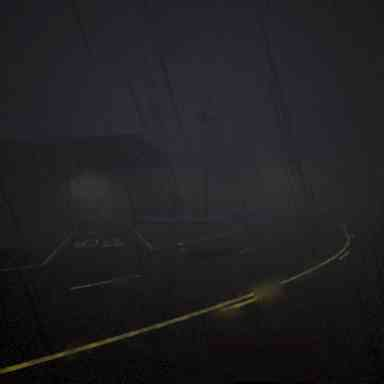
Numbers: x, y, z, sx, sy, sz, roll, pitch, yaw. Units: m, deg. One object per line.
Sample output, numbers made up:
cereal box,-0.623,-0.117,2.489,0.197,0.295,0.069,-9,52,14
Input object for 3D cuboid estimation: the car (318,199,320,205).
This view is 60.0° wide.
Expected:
car,30.667,2.907,83.700,1.994,1.385,4.181,-1,-1,23

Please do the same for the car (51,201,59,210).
car,-22.816,2.313,56.997,4.611,1.667,2.242,-1,-1,23

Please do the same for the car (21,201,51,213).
car,-24.325,2.383,51.399,3.806,1.475,1.970,-1,-1,23

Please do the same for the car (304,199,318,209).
car,24.316,2.639,68.644,2.128,1.511,4.902,-1,-1,23

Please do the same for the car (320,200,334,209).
car,27.396,2.434,66.946,2.097,1.767,4.553,-1,-1,23

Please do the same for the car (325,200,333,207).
car,33.700,2.795,81.888,1.882,1.535,5.008,-1,-1,23
